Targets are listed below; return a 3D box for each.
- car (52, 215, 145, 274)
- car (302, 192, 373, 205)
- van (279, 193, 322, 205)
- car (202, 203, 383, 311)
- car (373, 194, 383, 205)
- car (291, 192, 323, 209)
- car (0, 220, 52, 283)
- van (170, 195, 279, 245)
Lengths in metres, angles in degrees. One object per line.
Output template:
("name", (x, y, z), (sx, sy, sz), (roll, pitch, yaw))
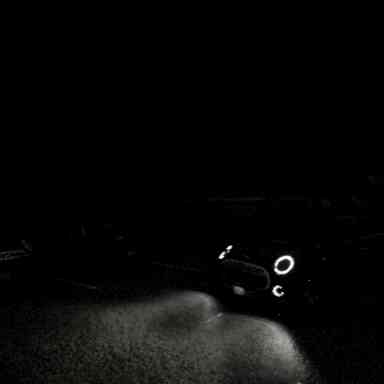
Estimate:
("car", (-3.658, 1.471, 10.471), (4.892, 1.521, 2.231), (-1, 0, 34))
("car", (5.996, 1.150, 17.330), (5.566, 2.045, 2.435), (-1, -1, 35))
("van", (3.463, 1.195, 15.685), (4.442, 1.987, 1.878), (-1, 0, 35))
("car", (2.739, 1.315, 7.791), (4.553, 1.767, 2.097), (0, 0, -36))
("car", (8.407, 1.133, 19.046), (5.566, 2.045, 2.435), (-1, -1, 35))
("car", (14.968, 1.023, 43.008), (2.435, 2.045, 5.566), (0, 1, 36))
("car", (-6.099, 1.361, 8.769), (4.553, 1.767, 2.185), (-1, -1, 35))
("van", (1.053, 1.212, 13.968), (4.442, 1.987, 1.878), (-1, 0, 35))
